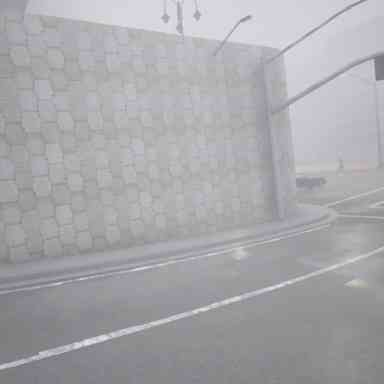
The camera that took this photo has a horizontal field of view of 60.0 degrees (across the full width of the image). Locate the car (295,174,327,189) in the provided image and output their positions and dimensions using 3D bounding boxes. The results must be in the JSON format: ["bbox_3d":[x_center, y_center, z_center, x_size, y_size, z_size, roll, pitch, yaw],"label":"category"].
[{"bbox_3d":[10.005,-1.018,30.957,1.895,1.301,4.718,-11,6,-35],"label":"car"}]

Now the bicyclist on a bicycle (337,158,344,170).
[{"bbox_3d":[20.055,-3.826,44.879,1.656,1.620,0.582,-11,6,-35],"label":"bicyclist on a bicycle"}]
